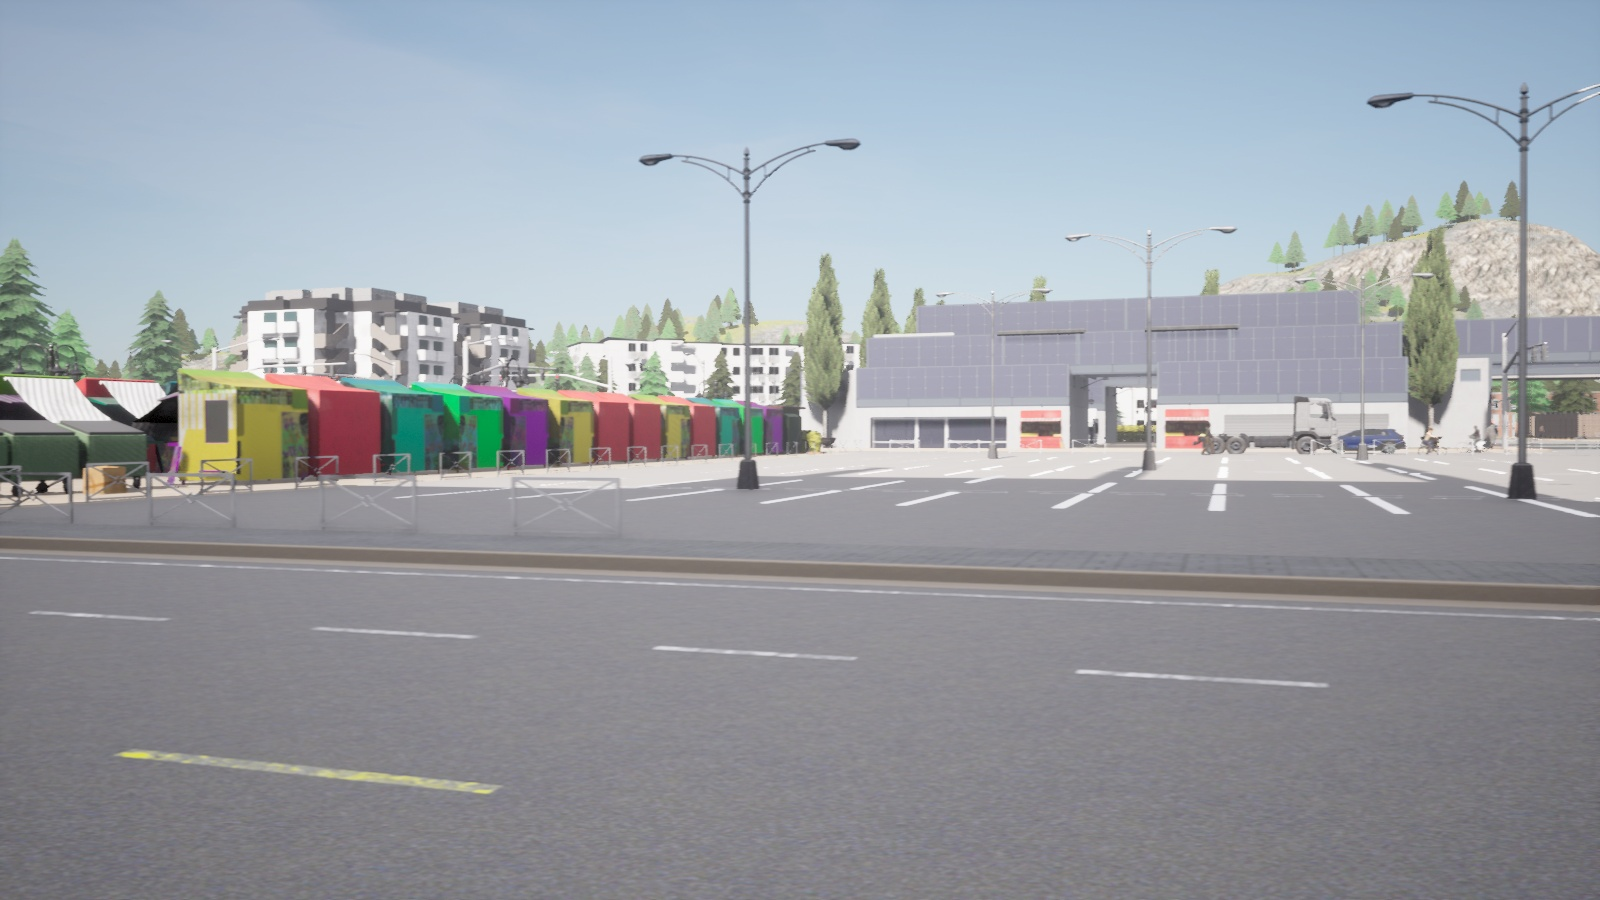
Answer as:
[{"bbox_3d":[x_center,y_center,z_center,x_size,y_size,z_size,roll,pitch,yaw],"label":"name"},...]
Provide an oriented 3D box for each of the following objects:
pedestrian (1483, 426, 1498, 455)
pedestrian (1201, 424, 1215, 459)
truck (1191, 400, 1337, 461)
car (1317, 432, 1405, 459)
[{"bbox_3d":[46.916,-0.649,85.290,0.659,1.952,0.873,1,1,43],"label":"pedestrian"},{"bbox_3d":[22.240,-0.474,68.493,0.692,1.930,0.395,0,1,14],"label":"pedestrian"},{"bbox_3d":[27.245,-1.182,73.941,7.936,3.462,2.891,1,1,20],"label":"truck"},{"bbox_3d":[35.020,-0.314,78.544,4.856,1.649,2.033,1,1,20],"label":"car"}]
